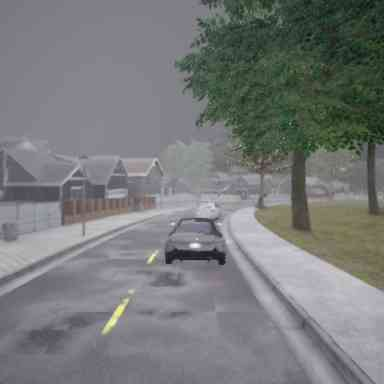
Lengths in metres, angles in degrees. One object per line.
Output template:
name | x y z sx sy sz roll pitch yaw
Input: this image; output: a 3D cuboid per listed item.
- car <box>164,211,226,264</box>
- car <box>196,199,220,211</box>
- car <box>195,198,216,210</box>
car | 0.144 1.578 11.959 1.994 1.385 4.181 0 0 1
car | 1.323 1.589 27.510 1.812 1.442 4.674 0 0 8
car | 1.930 1.614 44.866 1.812 1.442 4.674 1 0 16
